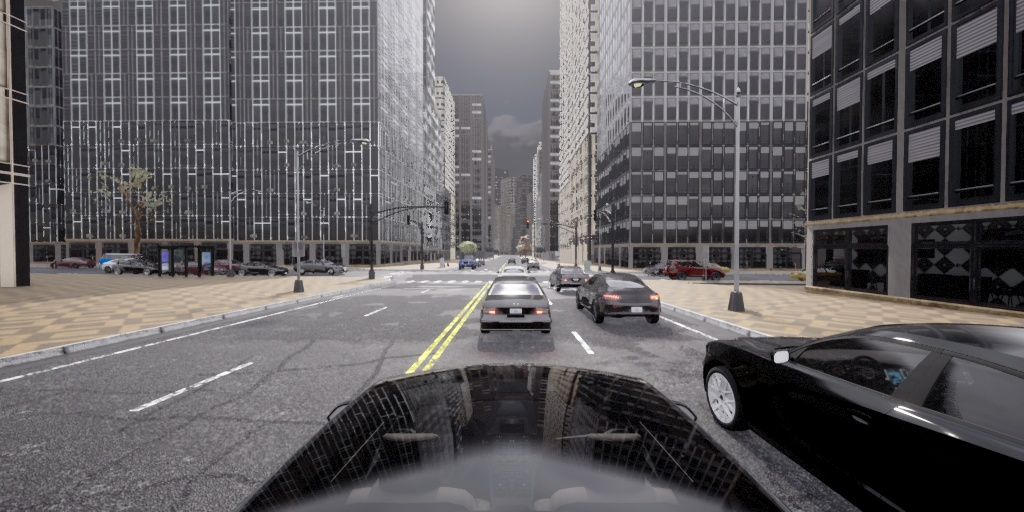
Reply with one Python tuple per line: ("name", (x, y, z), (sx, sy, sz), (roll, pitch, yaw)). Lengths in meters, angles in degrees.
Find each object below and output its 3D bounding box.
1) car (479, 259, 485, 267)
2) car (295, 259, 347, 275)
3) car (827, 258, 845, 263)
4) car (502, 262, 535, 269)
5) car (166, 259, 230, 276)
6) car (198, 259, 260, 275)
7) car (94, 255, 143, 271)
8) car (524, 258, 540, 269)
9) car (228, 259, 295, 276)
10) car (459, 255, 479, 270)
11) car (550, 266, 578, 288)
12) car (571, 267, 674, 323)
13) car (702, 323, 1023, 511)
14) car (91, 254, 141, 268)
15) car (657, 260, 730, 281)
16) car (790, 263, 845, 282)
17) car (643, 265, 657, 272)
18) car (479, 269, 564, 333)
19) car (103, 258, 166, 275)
("car", (-6.592, 1.193, 63.788), (2.128, 1.511, 4.902), (0, 0, 0))
("car", (-18.814, 1.091, 35.279), (4.902, 1.511, 2.128), (1, 1, 1))
("car", (34.921, 1.247, 37.594), (5.566, 2.045, 2.150), (1, 1, 1))
("car", (0.092, 1.266, 20.228), (1.812, 1.442, 4.674), (0, 0, 0))
("car", (-28.429, 1.138, 32.782), (4.207, 1.307, 1.802), (0, 0, 1))
("car", (-27.910, 1.042, 35.460), (4.674, 1.442, 1.812), (1, 1, 1))
("car", (-37.960, 0.951, 35.668), (4.674, 1.442, 1.812), (1, 1, 2))
("car", (3.156, 1.261, 53.406), (2.033, 1.411, 5.357), (0, 0, 2))
("car", (-22.745, 1.173, 32.651), (4.313, 1.339, 1.948), (0, 0, 1))
("car", (-6.621, 0.935, 53.870), (2.150, 2.045, 5.566), (0, 0, 0))
("car", (3.344, 1.287, 21.317), (2.033, 1.411, 5.357), (0, 0, 0))
("car", (3.347, 1.271, 11.906), (1.812, 1.442, 4.674), (0, 0, 0))
("car", (3.345, 1.227, 2.560), (1.882, 1.535, 5.008), (0, 0, 0))
("car", (-41.925, 0.840, 38.939), (4.892, 1.490, 1.837), (0, 1, 1))
("car", (16.180, 1.268, 32.141), (5.009, 1.841, 2.192), (0, 0, 1))
("car", (27.629, 1.578, 31.950), (4.829, 1.417, 1.751), (0, 0, 1))
("car", (16.429, 1.350, 37.916), (4.902, 1.511, 2.128), (0, 1, 1))
("car", (0.097, 1.294, 10.637), (2.033, 1.411, 5.357), (0, 0, 0))
("car", (-34.110, 1.069, 32.953), (4.313, 1.339, 1.948), (0, 0, 1))
